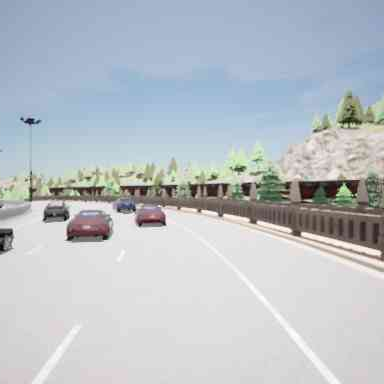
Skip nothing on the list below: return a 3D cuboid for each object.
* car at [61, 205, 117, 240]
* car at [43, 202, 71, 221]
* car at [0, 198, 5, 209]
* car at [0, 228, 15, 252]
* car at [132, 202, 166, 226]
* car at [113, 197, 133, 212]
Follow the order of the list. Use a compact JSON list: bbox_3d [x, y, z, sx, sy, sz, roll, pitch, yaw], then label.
[{"bbox_3d":[-5.238,1.608,17.450,1.994,1.385,4.181,0,0,-10],"label":"car"},{"bbox_3d":[-11.604,1.590,28.695,2.128,1.511,4.902,0,0,-17],"label":"car"},{"bbox_3d":[-28.076,1.612,47.590,2.097,1.767,4.553,-1,0,-31],"label":"car"},{"bbox_3d":[-7.750,1.651,11.106,1.895,1.301,4.718,0,0,-7],"label":"car"},{"bbox_3d":[-3.062,1.600,24.057,1.994,1.385,4.181,0,0,-13],"label":"car"},{"bbox_3d":[-8.090,1.430,39.425,2.097,1.767,4.553,0,0,-21],"label":"car"}]
